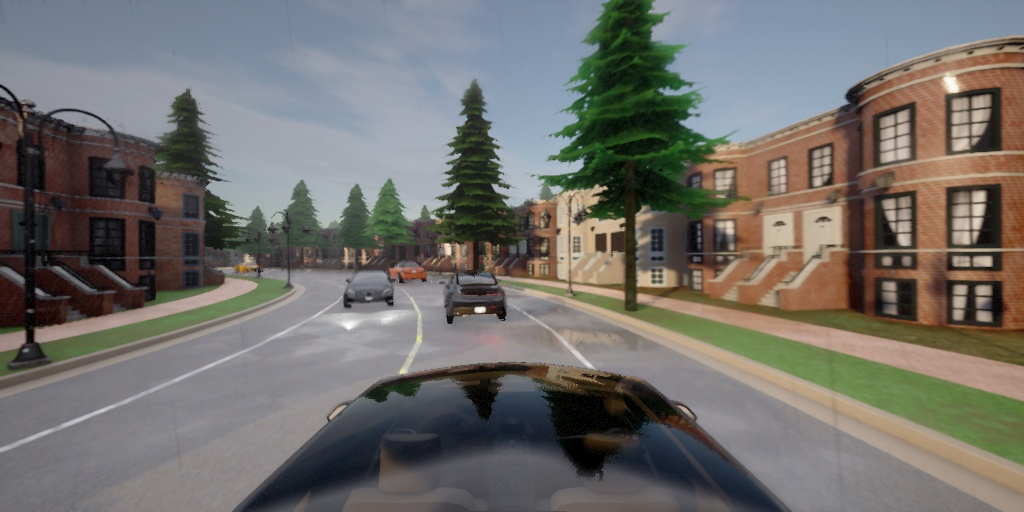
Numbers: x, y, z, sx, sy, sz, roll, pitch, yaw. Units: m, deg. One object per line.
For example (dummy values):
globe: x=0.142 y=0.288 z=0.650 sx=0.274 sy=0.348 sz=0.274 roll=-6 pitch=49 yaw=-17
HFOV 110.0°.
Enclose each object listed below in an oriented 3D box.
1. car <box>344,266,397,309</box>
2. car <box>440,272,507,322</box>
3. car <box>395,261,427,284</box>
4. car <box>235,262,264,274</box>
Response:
car: x=-6.123 y=1.335 z=15.651 sx=1.812 sy=1.442 sz=4.674 roll=0 pitch=0 yaw=-19
car: x=-1.418 y=1.273 z=12.466 sx=1.837 sy=1.490 sz=4.892 roll=0 pitch=0 yaw=-12
car: x=-8.547 y=1.189 z=28.901 sx=2.097 sy=1.767 sz=4.553 roll=-1 pitch=0 yaw=-32
car: x=-34.297 y=1.538 z=46.861 sx=5.008 sy=1.535 sz=1.882 roll=0 pitch=0 yaw=34
